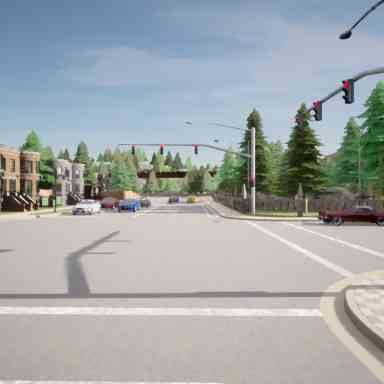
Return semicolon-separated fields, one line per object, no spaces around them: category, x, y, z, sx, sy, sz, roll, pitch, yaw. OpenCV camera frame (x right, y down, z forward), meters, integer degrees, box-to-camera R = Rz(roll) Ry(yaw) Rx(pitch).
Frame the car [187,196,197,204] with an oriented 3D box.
car;-0.012;1.477;64.859;1.882;1.535;5.008;0;0;0

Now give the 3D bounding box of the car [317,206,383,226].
car;11.149;1.601;22.840;4.718;1.301;1.895;0;0;2

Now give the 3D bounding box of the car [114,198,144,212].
car;-7.161;1.477;38.307;1.882;1.535;5.008;0;0;0

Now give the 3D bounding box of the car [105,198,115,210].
car;-10.662;1.477;43.021;1.882;1.535;5.008;0;0;0

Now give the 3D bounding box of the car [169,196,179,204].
car;-3.515;1.487;64.912;2.128;1.511;4.902;0;-1;0

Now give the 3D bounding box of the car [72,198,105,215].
car;-10.655;1.526;33.968;1.812;1.442;4.674;0;0;0

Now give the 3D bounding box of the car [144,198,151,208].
car;-7.150;1.564;48.295;1.994;1.385;4.181;0;0;0
